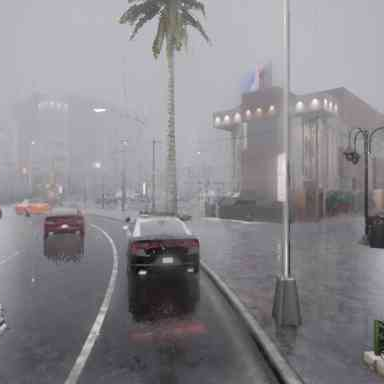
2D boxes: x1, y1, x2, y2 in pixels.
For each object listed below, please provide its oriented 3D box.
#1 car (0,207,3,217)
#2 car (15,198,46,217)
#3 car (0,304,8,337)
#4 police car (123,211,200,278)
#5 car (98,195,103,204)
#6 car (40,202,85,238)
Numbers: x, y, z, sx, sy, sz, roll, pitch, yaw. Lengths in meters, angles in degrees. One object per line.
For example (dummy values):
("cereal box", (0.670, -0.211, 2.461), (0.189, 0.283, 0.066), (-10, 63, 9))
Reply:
("car", (-18.465, 1.545, 29.735), (1.994, 1.385, 4.181), (0, 0, -43))
("car", (-14.867, 1.337, 30.979), (2.097, 1.767, 4.553), (0, 0, -40))
("car", (-3.216, 1.598, 2.076), (1.895, 1.301, 4.718), (0, 0, -2))
("police car", (-1.110, 1.423, 10.451), (1.930, 1.638, 5.238), (0, 0, -12))
("car", (-14.576, 1.238, 56.454), (4.553, 1.767, 2.185), (0, 0, 42))
("car", (-6.870, 1.471, 17.897), (1.882, 1.535, 5.008), (0, 0, -21))
